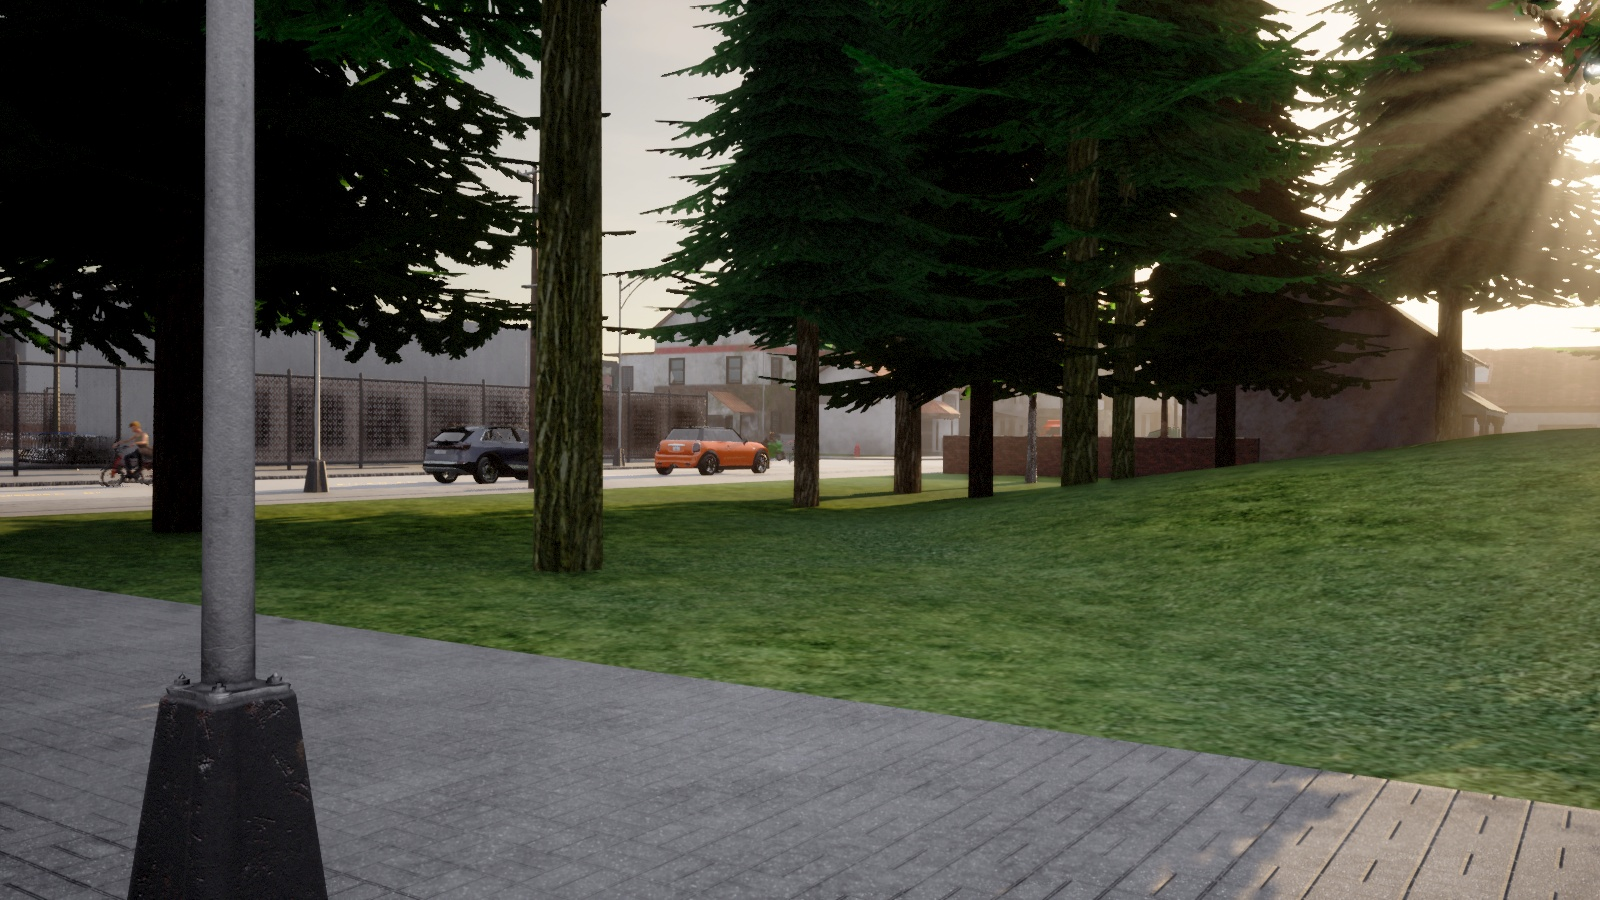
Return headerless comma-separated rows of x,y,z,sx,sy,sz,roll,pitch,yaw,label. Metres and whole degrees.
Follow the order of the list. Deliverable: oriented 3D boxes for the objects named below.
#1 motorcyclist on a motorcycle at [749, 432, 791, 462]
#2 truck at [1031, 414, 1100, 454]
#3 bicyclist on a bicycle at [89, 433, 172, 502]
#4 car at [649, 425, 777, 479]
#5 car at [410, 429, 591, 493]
-1.538,-0.155,64.616,2.044,1.523,0.797,0,1,35,motorcyclist on a motorcycle
17.161,-1.016,80.939,2.627,2.467,5.204,0,1,33,truck
-16.269,0.399,30.542,0.866,1.612,1.509,0,1,34,bicyclist on a bicycle
-2.931,0.024,43.387,2.097,1.767,4.553,0,1,33,car
-8.315,0.255,35.293,2.033,1.649,4.856,0,1,34,car
